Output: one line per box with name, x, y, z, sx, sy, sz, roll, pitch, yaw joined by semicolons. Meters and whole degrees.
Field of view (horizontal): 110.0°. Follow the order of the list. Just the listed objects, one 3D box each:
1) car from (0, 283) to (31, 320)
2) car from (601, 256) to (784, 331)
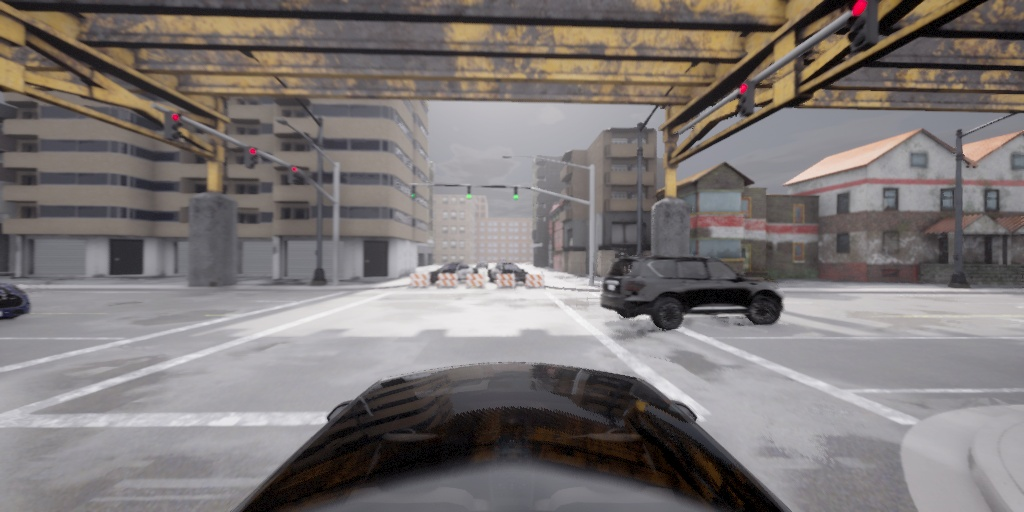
car;-16.525;1.010;9.829;4.553;1.767;2.097;0;0;-2
car;5.543;1.039;11.199;5.566;2.045;2.150;0;-2;-14
